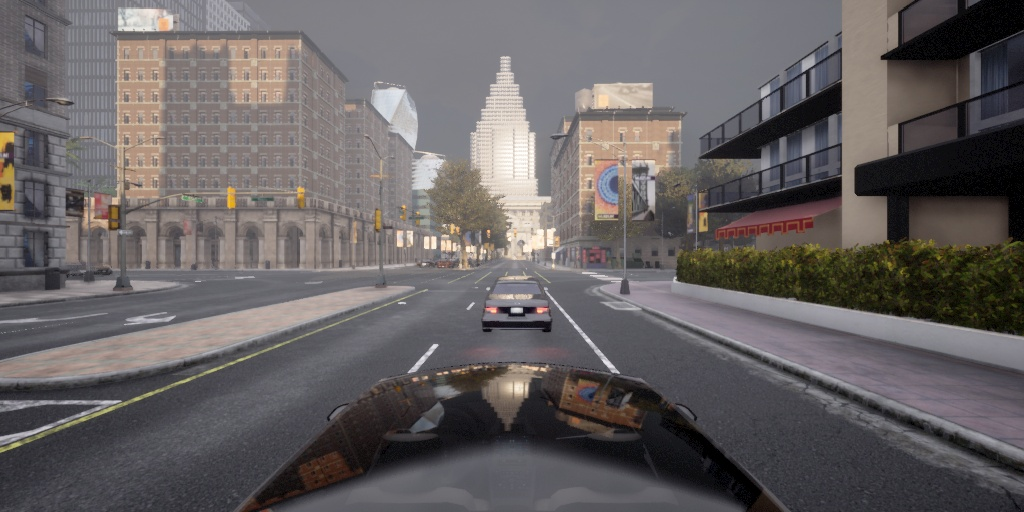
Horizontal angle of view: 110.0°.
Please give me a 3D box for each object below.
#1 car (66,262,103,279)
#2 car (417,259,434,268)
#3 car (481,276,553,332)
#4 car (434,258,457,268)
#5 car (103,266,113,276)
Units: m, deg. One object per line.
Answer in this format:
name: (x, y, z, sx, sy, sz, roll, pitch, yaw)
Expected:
car: (-39.431, 1.243, 31.128, 4.902, 1.511, 2.128, 0, 0, 0)
car: (-14.506, 1.241, 61.595, 2.128, 1.511, 4.902, 0, 0, 1)
car: (0.148, 1.297, 10.776, 2.033, 1.411, 5.357, 0, 0, 1)
car: (-11.037, 1.102, 59.708, 2.097, 1.767, 4.553, 0, 0, 1)
car: (-41.389, 1.314, 34.645, 4.181, 1.385, 1.994, 0, 0, 1)
